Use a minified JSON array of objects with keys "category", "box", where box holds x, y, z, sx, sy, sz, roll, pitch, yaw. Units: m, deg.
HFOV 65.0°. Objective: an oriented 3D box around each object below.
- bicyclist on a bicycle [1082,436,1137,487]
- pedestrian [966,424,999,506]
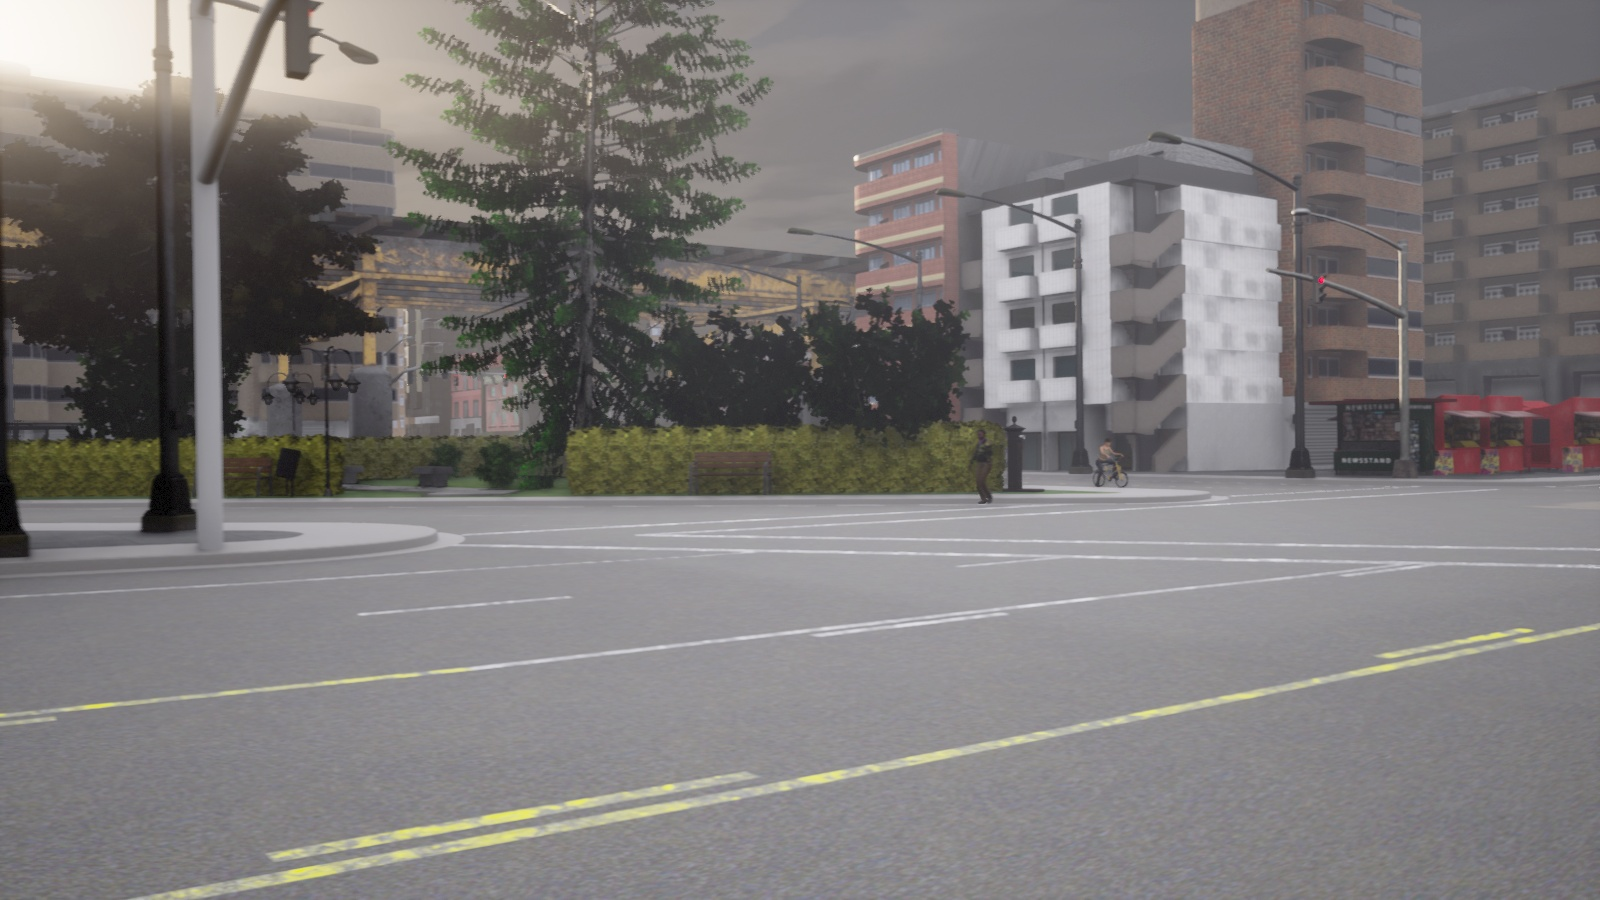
[{"category":"bicyclist on a bicycle","box":[9.966,0.370,40.436,0.866,1.612,1.509,-1,0,-34]},{"category":"pedestrian","box":[4.357,0.349,29.941,0.692,1.930,0.395,-1,1,-40]}]
